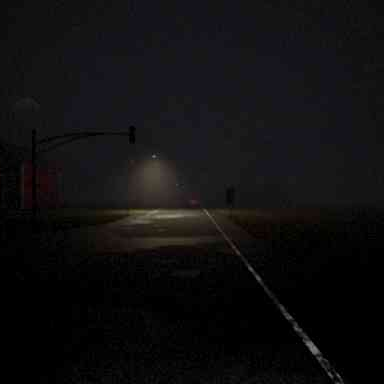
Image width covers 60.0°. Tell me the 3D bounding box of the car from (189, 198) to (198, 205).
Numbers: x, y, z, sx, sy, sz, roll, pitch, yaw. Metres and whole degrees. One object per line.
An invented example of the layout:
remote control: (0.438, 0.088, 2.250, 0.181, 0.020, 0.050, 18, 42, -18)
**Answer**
car: (0.293, 2.041, 74.974, 2.097, 1.767, 4.553, 0, 0, 0)
